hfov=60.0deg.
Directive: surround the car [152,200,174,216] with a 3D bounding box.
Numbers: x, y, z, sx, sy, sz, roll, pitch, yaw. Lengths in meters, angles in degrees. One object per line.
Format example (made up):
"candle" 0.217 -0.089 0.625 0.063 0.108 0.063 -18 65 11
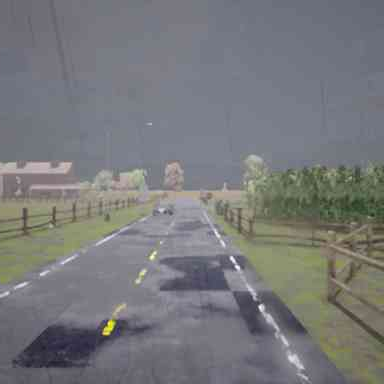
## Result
"car" -2.800 1.554 33.256 2.128 1.511 4.902 0 0 1
